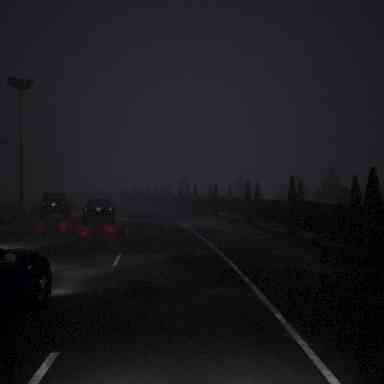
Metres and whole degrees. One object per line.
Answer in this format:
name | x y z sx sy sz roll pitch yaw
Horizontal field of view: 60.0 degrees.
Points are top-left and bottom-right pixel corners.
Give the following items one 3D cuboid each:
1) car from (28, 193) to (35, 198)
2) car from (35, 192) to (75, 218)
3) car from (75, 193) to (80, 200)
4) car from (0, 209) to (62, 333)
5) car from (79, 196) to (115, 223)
car | -38.111 0.858 81.218 4.674 1.442 1.812 0 1 38
car | -11.283 1.041 27.788 2.150 2.045 5.566 0 0 -17
car | -24.426 0.999 69.045 1.801 1.575 5.366 0 1 -40
car | -3.738 1.325 4.713 2.097 1.767 4.553 0 0 -3
car | -6.749 1.187 24.308 2.097 1.767 4.553 0 0 -13
